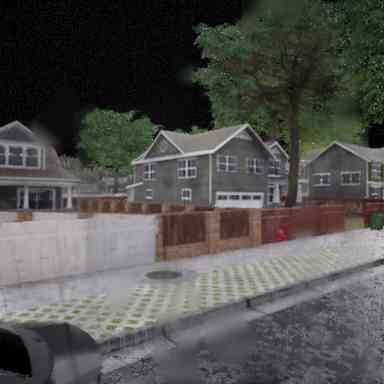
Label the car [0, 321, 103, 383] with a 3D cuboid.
[{"bbox_3d":[-2.697,1.519,1.218,4.892,1.490,1.837,0,0,-38],"label":"car"}]
